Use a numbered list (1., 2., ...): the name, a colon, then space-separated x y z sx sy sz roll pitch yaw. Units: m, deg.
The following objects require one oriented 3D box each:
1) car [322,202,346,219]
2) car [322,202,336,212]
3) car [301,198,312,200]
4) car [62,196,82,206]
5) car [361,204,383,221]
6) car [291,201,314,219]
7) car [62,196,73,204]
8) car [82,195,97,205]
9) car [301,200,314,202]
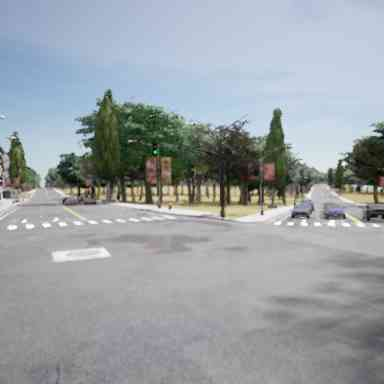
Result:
1. car: 14.528 1.955 33.943 1.812 1.442 4.674 -1 -1 21
2. car: 21.290 2.283 51.927 1.837 1.490 4.892 -1 -1 21
3. car: 18.939 2.083 54.919 2.150 2.045 5.566 -1 -2 21
4. car: -21.616 1.746 59.630 2.033 1.411 5.357 -1 0 -24
5. car: 16.866 1.857 30.647 1.837 1.490 4.892 -1 -1 21
6. car: 11.668 2.026 35.568 2.033 1.411 5.357 -1 -1 21
7. car: -25.909 1.597 69.128 1.882 1.535 5.008 -1 0 -24
8. car: -18.812 1.697 61.316 1.994 1.385 4.181 -1 0 -24
9. car: 15.203 2.198 44.970 2.033 1.411 5.357 -1 -1 21
